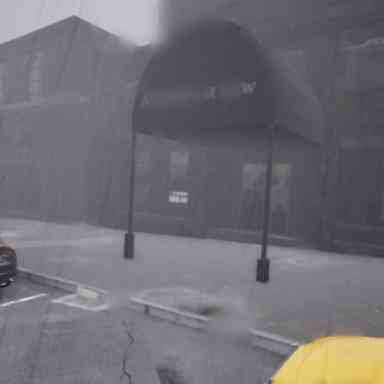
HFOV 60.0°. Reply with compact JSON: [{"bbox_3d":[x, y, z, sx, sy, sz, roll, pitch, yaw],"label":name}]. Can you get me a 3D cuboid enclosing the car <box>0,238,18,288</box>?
[{"bbox_3d":[-5.968,1.432,7.788,4.892,1.521,2.231,0,0,35],"label":"car"}]
